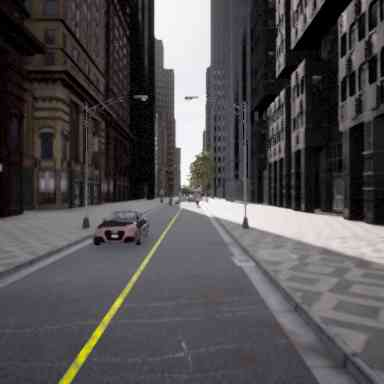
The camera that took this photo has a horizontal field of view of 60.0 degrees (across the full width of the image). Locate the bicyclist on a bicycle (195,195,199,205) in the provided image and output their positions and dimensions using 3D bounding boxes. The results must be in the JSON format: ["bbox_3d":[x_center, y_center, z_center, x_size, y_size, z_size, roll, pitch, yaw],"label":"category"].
[{"bbox_3d":[0.829,1.453,58.708,0.659,1.776,1.843,0,0,0],"label":"bicyclist on a bicycle"}]

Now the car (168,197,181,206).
[{"bbox_3d":[-3.031,1.572,58.110,2.128,1.511,4.902,0,0,1],"label":"car"}]

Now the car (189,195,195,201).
[{"bbox_3d":[0.007,1.692,93.682,1.837,1.490,4.892,0,0,0],"label":"car"}]

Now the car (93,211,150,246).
[{"bbox_3d":[-3.098,1.576,15.298,1.994,1.385,4.181,0,0,0],"label":"car"}]

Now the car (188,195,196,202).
[{"bbox_3d":[0.006,1.656,81.046,1.994,1.385,4.181,0,0,0],"label":"car"}]

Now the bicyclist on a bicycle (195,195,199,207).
[{"bbox_3d":[0.825,1.493,49.722,0.866,1.612,1.509,0,0,0],"label":"bicyclist on a bicycle"}]
